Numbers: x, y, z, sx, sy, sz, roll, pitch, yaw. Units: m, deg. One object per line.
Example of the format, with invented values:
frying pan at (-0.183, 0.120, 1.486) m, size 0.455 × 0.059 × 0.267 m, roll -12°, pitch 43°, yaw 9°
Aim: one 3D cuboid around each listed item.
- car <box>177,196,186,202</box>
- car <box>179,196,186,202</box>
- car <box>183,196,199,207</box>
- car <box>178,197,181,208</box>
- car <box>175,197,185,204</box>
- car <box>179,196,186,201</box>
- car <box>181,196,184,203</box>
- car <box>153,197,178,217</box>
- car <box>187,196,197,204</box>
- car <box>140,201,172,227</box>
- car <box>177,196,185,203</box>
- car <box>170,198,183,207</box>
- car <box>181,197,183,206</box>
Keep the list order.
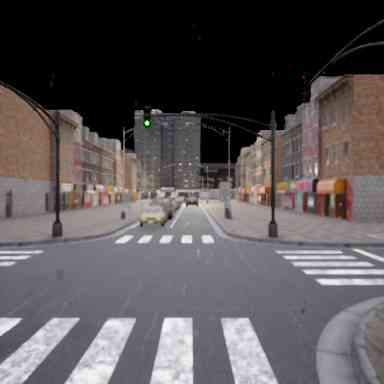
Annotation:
car at (-2.630, 1.817, 83.768) m, size 1.947 × 1.339 × 4.313 m, roll 0°, pitch 0°, yaw 0°
car at (-2.629, 1.849, 89.220) m, size 1.802 × 1.307 × 4.206 m, roll 0°, pitch 0°, yaw 0°
car at (0.015, 1.515, 55.655) m, size 2.097 × 1.767 × 4.553 m, roll 0°, pitch 0°, yaw 0°
car at (-2.635, 1.640, 39.981) m, size 1.752 × 1.417 × 4.829 m, roll 0°, pitch 0°, yaw 0°
car at (-2.631, 1.768, 72.864) m, size 2.008 × 1.369 × 4.403 m, roll 0°, pitch 0°, yaw 0°
car at (-2.628, 1.850, 94.672) m, size 1.947 × 1.339 × 4.313 m, roll 0°, pitch 0°, yaw 0°
car at (-2.633, 1.715, 51.055) m, size 1.947 × 1.339 × 4.313 m, roll 0°, pitch 0°, yaw 0°
car at (-2.637, 1.398, 29.248) m, size 2.192 × 1.841 × 5.009 m, roll 0°, pitch 0°, yaw 0°
car at (0.017, 1.676, 68.451) m, size 1.882 × 1.535 × 5.008 m, roll 0°, pitch 0°, yaw 0°
car at (-2.637, 1.592, 23.625) m, size 1.752 × 1.417 × 4.829 m, roll 0°, pitch 0°, yaw 0°
car at (-2.630, 1.759, 78.146) m, size 1.752 × 1.417 × 4.829 m, roll 0°, pitch 0°, yaw 0°
car at (-2.633, 1.717, 56.507) m, size 2.008 × 1.369 × 4.403 m, roll 0°, pitch 0°, yaw 0°
car at (-2.634, 1.698, 45.603) m, size 1.947 × 1.339 × 4.313 m, roll 0°, pitch 0°, yaw 0°
